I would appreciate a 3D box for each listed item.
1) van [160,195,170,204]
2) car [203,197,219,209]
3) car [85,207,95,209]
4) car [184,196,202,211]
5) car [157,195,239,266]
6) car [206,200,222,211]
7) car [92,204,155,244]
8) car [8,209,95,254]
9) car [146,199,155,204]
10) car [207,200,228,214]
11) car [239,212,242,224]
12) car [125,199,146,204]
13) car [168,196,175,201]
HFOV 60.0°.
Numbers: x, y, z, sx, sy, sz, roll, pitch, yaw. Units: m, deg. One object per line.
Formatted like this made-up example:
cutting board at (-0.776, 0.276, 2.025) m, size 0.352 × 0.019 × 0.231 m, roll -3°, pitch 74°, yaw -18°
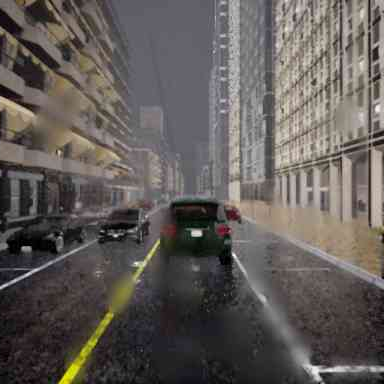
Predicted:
van at (-5.691, 1.465, 70.101) m, size 1.690 × 1.788 × 3.998 m, roll 0°, pitch 0°, yaw 0°
car at (2.689, 1.518, 47.505) m, size 1.967 × 1.590 × 4.097 m, roll 0°, pitch 0°, yaw 0°
car at (-5.690, 1.577, 19.262) m, size 2.008 × 1.369 × 4.403 m, roll 0°, pitch 0°, yaw 0°
car at (0.100, 1.419, 41.668) m, size 2.097 × 1.767 × 4.553 m, roll 0°, pitch 0°, yaw 0°
car at (0.088, 1.237, 11.798) m, size 2.150 × 2.045 × 5.566 m, roll 0°, pitch 0°, yaw -1°
car at (2.689, 1.649, 41.857) m, size 1.802 × 1.307 × 4.206 m, roll 0°, pitch 0°, yaw 0°
car at (-3.100, 1.526, 15.932) m, size 1.837 × 1.490 × 4.892 m, roll 0°, pitch 0°, yaw 0°
car at (-5.690, 1.584, 13.614) m, size 1.947 × 1.339 × 4.313 m, roll 0°, pitch 0°, yaw 0°
car at (-5.691, 1.611, 41.857) m, size 1.887 × 1.381 × 4.507 m, roll 0°, pitch 0°, yaw 0°
car at (2.690, 1.622, 36.208) m, size 1.947 × 1.339 × 4.313 m, roll 0°, pitch 0°, yaw 0°
car at (2.689, 1.617, 24.911) m, size 1.802 × 1.307 × 4.206 m, roll 0°, pitch 0°, yaw 0°
car at (-5.691, 1.570, 30.390) m, size 1.752 × 1.417 × 4.829 m, roll 0°, pitch 0°, yaw 0°
car at (-5.692, 1.756, 92.694) m, size 1.802 × 1.307 × 4.206 m, roll 0°, pitch 0°, yaw 0°
